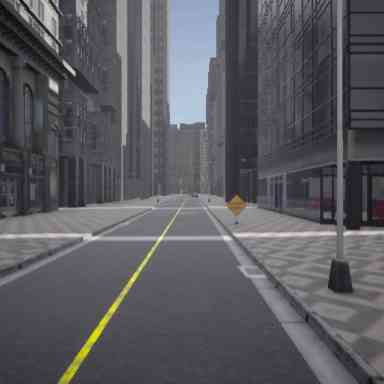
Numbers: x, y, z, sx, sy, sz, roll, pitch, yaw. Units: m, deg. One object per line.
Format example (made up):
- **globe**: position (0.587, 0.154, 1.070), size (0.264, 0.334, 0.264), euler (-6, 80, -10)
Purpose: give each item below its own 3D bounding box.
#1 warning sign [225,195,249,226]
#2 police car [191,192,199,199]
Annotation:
- **warning sign**: position (2.714, 1.090, 20.194), size (1.300, 1.860, 1.060), euler (0, 0, 0)
- **police car**: position (0.900, 1.113, 95.298), size (1.930, 1.638, 5.238), euler (0, 0, 0)
